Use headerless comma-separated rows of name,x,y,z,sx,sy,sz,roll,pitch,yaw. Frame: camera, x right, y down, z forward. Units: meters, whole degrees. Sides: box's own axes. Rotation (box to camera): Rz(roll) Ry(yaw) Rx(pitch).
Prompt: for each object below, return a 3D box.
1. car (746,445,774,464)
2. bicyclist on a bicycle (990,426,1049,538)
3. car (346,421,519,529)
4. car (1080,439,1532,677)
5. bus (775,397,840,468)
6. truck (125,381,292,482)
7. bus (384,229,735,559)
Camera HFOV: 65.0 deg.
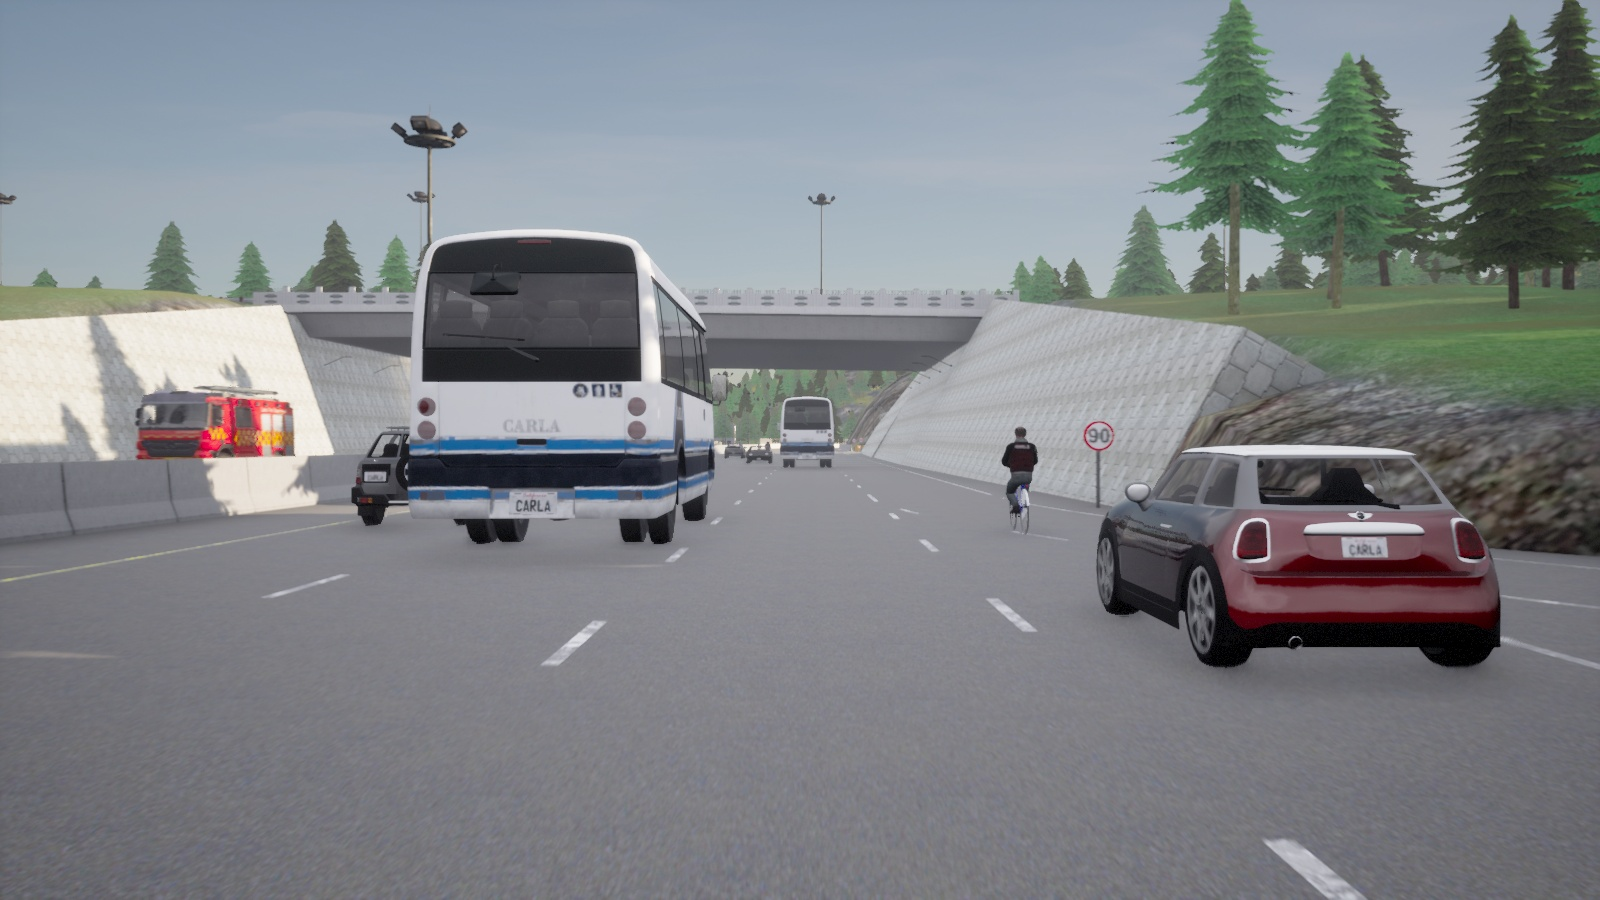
car,-2.955,0.320,93.097,1.895,1.301,4.718,0,0,0
bicyclist on a bicycle,3.634,0.502,20.894,0.659,1.776,1.843,0,1,0
car,-6.848,0.423,23.934,1.932,1.855,4.605,0,0,0
car,3.571,0.660,9.708,1.970,1.475,3.806,0,0,0
bus,0.475,-1.084,80.607,3.944,4.253,10.273,0,0,0
truck,-24.188,-0.731,51.970,2.891,3.827,8.468,0,0,0
bus,-3.362,-0.753,21.311,3.944,4.253,10.273,0,0,0
